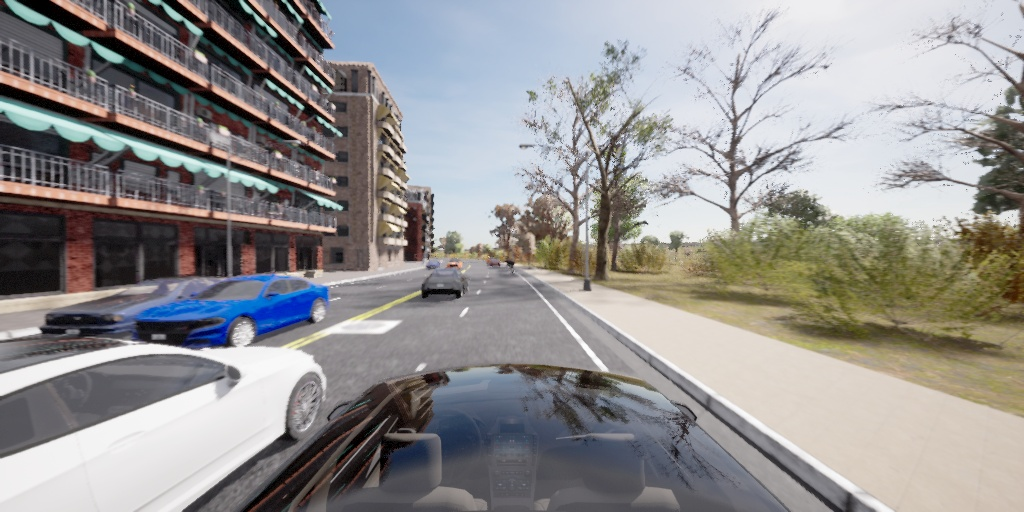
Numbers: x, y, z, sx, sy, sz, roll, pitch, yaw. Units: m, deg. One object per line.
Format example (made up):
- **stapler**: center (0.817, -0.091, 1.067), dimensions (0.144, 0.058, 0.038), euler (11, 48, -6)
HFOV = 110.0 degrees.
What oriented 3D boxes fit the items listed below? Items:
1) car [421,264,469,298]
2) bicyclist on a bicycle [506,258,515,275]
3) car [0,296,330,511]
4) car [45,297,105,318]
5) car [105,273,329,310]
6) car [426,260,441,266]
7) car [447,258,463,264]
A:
- **car**: center (-3.358, 1.323, 18.607), dimensions (1.994, 1.385, 4.181), euler (0, 0, -1)
- **bicyclist on a bicycle**: center (0.016, 1.117, 37.215), dimensions (0.659, 1.776, 1.843), euler (0, 0, -3)
- **car**: center (-3.162, 1.283, 2.414), dimensions (1.812, 1.442, 4.674), euler (0, 0, 0)
- **car**: center (-9.907, 1.321, 10.728), dimensions (2.033, 1.411, 5.357), euler (0, 0, -1)
- **car**: center (-6.648, 1.244, 9.223), dimensions (1.882, 1.535, 5.008), euler (0, 0, -1)
- **car**: center (-11.733, 1.299, 53.826), dimensions (1.812, 1.442, 4.674), euler (0, 0, -4)
- **car**: center (-8.413, 1.116, 52.962), dimensions (2.097, 1.767, 4.553), euler (0, 0, -4)
